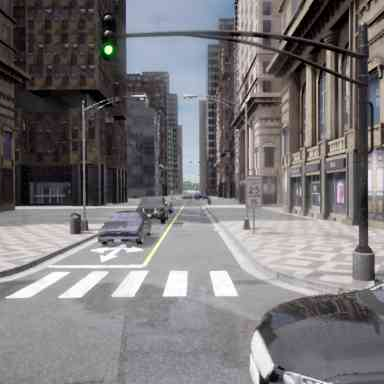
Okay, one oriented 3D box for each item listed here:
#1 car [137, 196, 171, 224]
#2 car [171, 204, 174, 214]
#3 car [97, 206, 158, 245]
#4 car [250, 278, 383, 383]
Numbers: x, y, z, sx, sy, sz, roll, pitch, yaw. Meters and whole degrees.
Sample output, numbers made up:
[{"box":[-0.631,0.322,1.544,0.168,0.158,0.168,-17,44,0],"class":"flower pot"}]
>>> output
[{"box":[-3.102,1.349,26.685,2.150,2.045,5.566,0,0,-1],"class":"car"},{"box":[-3.084,1.685,37.016,1.812,1.442,4.674,0,0,0],"class":"car"},{"box":[-3.106,1.643,16.466,2.033,1.411,5.357,0,0,0],"class":"car"},{"box":[3.059,1.479,3.224,4.902,1.511,2.128,0,1,0],"class":"car"}]
